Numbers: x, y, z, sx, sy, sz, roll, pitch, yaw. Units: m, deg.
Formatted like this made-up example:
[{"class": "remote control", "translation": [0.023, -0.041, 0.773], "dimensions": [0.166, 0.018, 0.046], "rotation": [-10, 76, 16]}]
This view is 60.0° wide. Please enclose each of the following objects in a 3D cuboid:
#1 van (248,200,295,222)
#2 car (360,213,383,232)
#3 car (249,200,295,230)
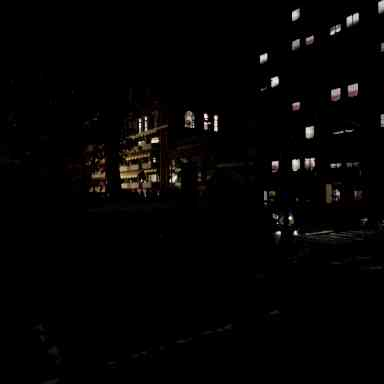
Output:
[{"class": "van", "translation": [7.136, 1.643, 30.187], "dimensions": [1.690, 1.788, 3.998], "rotation": [-1, 0, -36]}, {"class": "car", "translation": [12.612, 1.606, 19.553], "dimensions": [4.902, 1.511, 2.128], "rotation": [-1, 0, 31]}, {"class": "car", "translation": [4.918, 1.605, 23.421], "dimensions": [2.097, 1.767, 4.553], "rotation": [0, -1, -36]}]
